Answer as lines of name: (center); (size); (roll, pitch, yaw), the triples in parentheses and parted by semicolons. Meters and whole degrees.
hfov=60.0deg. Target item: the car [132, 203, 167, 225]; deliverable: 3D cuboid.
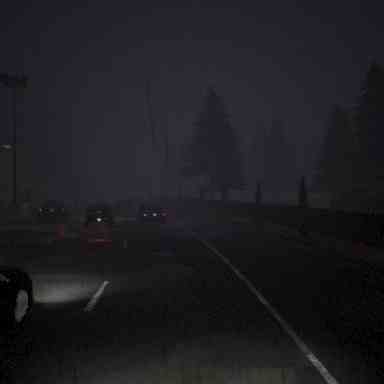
car: (-3.068, 1.558, 24.515); (2.033, 1.411, 5.357); (0, 0, -14)

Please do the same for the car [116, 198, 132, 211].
car: (-8.714, 1.504, 41.420); (1.882, 1.535, 5.008); (0, 0, -23)

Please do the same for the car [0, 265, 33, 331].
car: (-3.678, 1.515, 4.018); (1.837, 1.490, 4.892); (0, 0, -3)

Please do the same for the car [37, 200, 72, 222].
car: (-10.883, 1.382, 26.555); (2.097, 1.767, 4.553); (0, 0, -15)

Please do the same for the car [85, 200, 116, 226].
car: (-6.539, 1.524, 23.747); (1.837, 1.490, 4.892); (0, 0, -13)
